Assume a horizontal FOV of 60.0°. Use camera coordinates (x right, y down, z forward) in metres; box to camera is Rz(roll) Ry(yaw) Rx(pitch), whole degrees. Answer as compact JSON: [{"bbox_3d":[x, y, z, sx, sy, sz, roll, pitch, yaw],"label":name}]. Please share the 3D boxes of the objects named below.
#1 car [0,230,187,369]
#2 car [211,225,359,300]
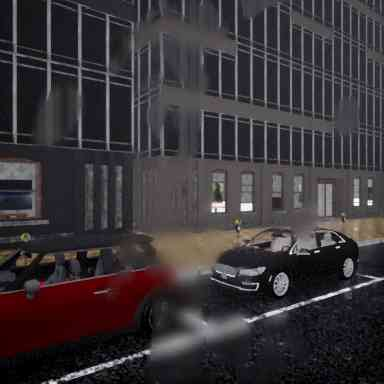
[{"bbox_3d":[-2.177,1.440,5.008,4.097,1.590,1.967,0,0,-36],"label":"car"},{"bbox_3d":[2.456,1.550,8.314,4.403,1.369,2.008,0,0,-36],"label":"car"}]
